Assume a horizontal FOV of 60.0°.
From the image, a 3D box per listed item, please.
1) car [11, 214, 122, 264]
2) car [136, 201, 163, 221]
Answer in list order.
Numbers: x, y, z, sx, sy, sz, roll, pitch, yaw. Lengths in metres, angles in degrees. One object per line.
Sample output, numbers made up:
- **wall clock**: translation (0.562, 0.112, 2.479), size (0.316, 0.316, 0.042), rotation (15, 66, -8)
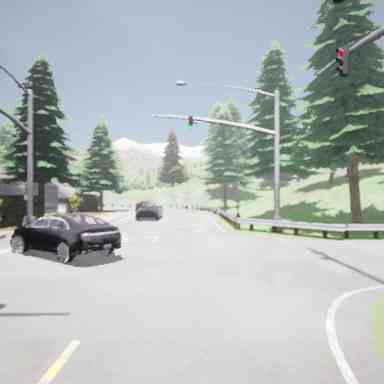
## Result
- **car**: translation (-4.666, 1.537, 12.048), size (4.902, 1.511, 2.128), rotation (0, -1, 36)
- **car**: translation (-3.580, 1.684, 28.571), size (1.895, 1.301, 4.718), rotation (0, 0, 0)
